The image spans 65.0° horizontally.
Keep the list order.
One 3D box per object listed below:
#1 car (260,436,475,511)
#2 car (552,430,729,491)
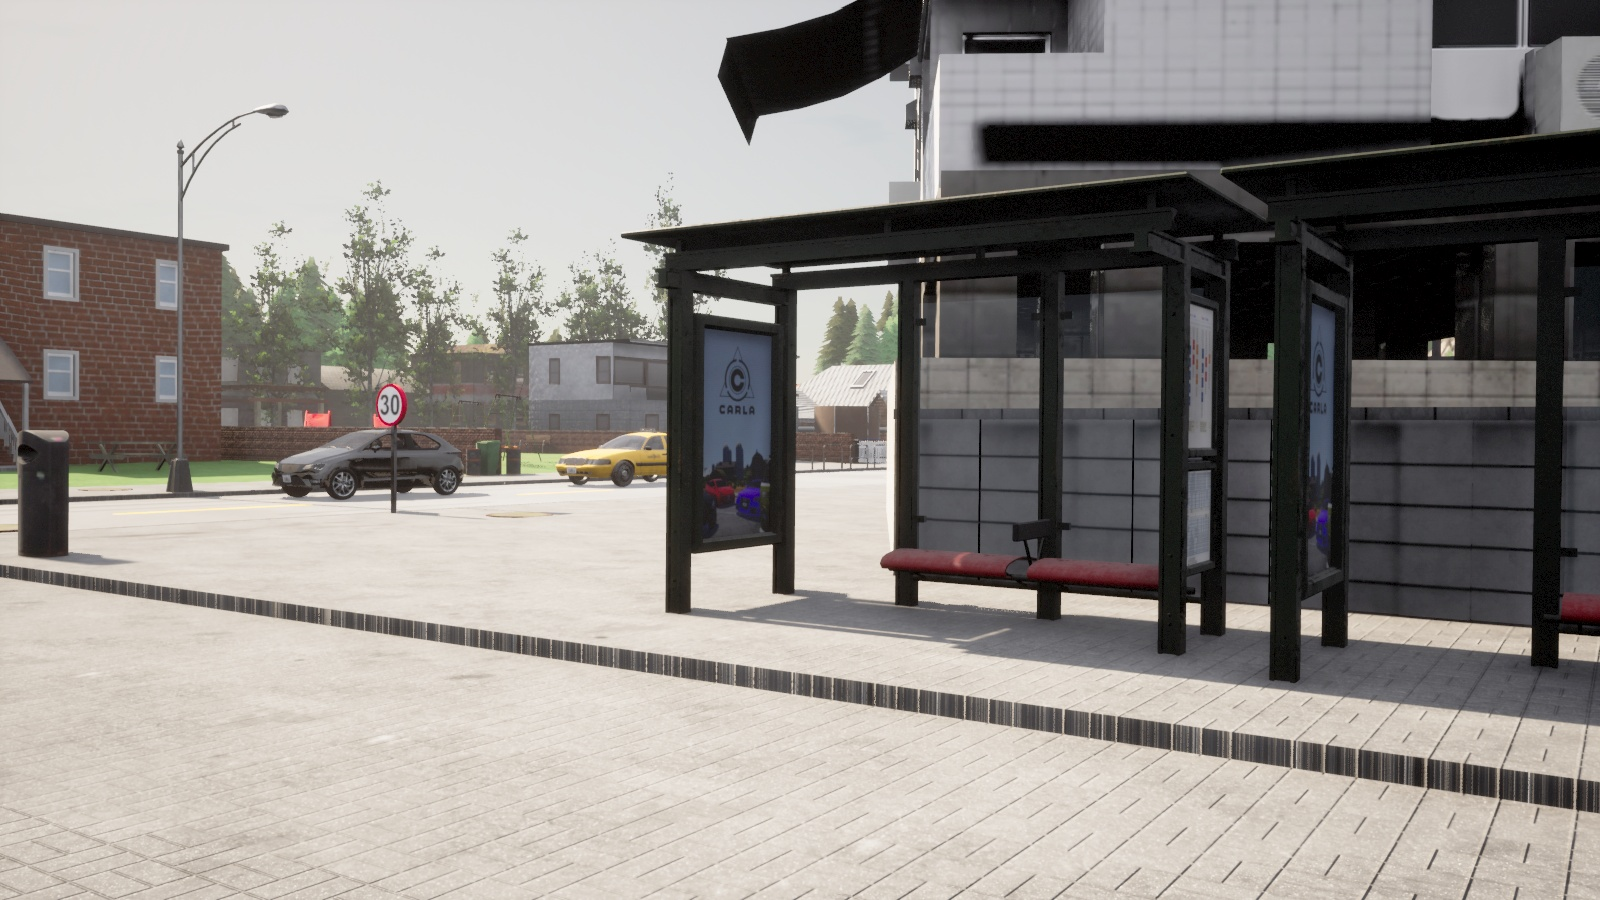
[{"bbox_3d":[-9.382,0.454,27.524,1.816,1.474,4.193,0,1,34],"label":"car"},{"bbox_3d":[-4.336,0.230,35.138,1.801,1.575,5.366,0,1,34],"label":"car"}]
